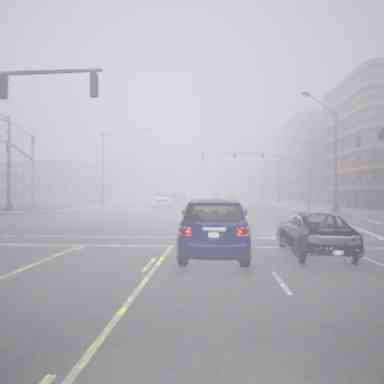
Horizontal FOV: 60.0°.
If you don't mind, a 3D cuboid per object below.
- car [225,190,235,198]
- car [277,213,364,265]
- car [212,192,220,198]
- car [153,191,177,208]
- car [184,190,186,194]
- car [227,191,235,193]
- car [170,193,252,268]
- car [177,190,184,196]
[{"bbox_3d":[9.509,0.473,83.372,2.097,1.767,4.553,0,1,4],"label":"car"},{"bbox_3d":[4.291,1.486,11.788,2.128,1.511,4.902,0,0,4],"label":"car"},{"bbox_3d":[5.991,0.667,83.221,1.994,1.385,4.181,0,1,4],"label":"car"},{"bbox_3d":[-3.679,1.014,43.816,2.150,2.045,5.566,0,1,4],"label":"car"},{"bbox_3d":[-2.245,0.654,64.606,2.150,2.045,5.566,0,1,4],"label":"car"},{"bbox_3d":[8.848,0.813,73.196,2.128,1.511,4.902,0,1,4],"label":"car"},{"bbox_3d":[0.756,1.209,11.474,2.150,2.045,5.566,0,1,4],"label":"car"},{"bbox_3d":[-2.995,0.850,54.180,2.150,2.045,5.566,0,1,4],"label":"car"}]
